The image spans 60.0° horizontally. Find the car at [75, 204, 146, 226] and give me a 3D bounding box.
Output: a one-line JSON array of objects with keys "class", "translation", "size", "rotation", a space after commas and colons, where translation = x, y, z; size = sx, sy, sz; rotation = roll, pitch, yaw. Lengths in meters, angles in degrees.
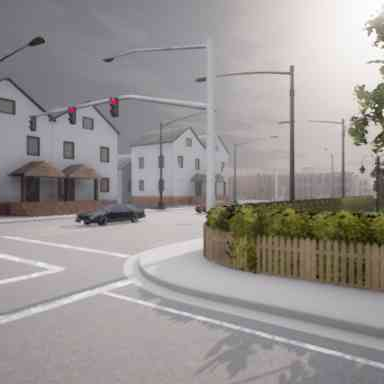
[{"class": "car", "translation": [-5.618, 1.556, 23.794], "size": [2.033, 1.411, 5.357], "rotation": [0, 0, 35]}]

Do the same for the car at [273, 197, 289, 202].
[{"class": "car", "translation": [13.869, 1.521, 51.866], "size": [1.837, 1.490, 4.892], "rotation": [0, 0, 35]}]

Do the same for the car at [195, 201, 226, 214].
[{"class": "car", "translation": [2.245, 1.609, 35.184], "size": [1.895, 1.301, 4.718], "rotation": [0, 0, 35]}]
